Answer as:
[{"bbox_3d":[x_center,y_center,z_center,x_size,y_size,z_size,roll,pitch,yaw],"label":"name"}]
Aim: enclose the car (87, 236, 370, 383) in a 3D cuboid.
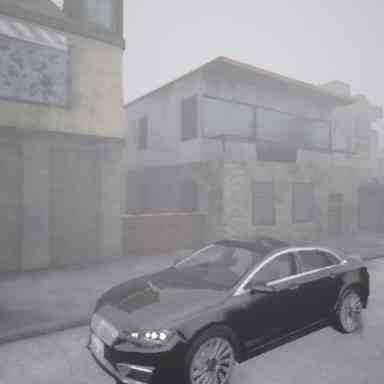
[{"bbox_3d":[0.906,1.516,5.257,4.902,1.511,2.128,0,0,-36],"label":"car"}]
